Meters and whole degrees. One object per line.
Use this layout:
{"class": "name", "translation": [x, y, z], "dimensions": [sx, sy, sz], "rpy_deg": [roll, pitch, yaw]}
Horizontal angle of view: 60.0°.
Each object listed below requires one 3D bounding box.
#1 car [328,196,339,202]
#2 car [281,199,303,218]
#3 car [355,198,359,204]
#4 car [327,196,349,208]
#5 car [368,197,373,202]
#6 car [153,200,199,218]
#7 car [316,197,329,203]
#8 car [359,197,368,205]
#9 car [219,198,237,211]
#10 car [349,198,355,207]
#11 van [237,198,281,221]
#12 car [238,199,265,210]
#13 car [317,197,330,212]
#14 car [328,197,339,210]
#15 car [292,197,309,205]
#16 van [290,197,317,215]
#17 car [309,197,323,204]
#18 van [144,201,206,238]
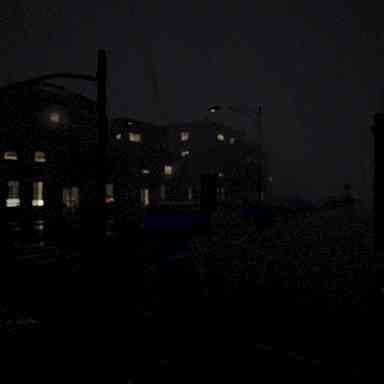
{"class": "car", "translation": [36.702, 1.725, 86.267], "dimensions": [1.967, 1.590, 4.097], "rpy_deg": [0, 0, 35]}
{"class": "car", "translation": [8.705, 1.663, 31.697], "dimensions": [1.887, 1.381, 4.507], "rpy_deg": [0, 0, 35]}
{"class": "car", "translation": [27.812, 1.755, 58.972], "dimensions": [1.752, 1.417, 4.829], "rpy_deg": [0, 0, 35]}
{"class": "car", "translation": [21.379, 1.504, 49.788], "dimensions": [2.192, 1.841, 5.009], "rpy_deg": [0, 0, 35]}
{"class": "car", "translation": [43.555, 1.905, 81.444], "dimensions": [1.947, 1.339, 4.313], "rpy_deg": [0, 0, 35]}
{"class": "car", "translation": [-1.414, 1.574, 31.859], "dimensions": [1.752, 1.417, 4.829], "rpy_deg": [0, 0, 35]}
{"class": "car", "translation": [30.365, 1.805, 77.222], "dimensions": [1.947, 1.339, 4.313], "rpy_deg": [0, 0, 35]}
{"class": "car", "translation": [34.051, 1.816, 67.877], "dimensions": [1.887, 1.381, 4.507], "rpy_deg": [0, 0, 35]}
{"class": "car", "translation": [5.021, 1.521, 41.044], "dimensions": [1.967, 1.590, 4.097], "rpy_deg": [0, 0, 35]}
{"class": "car", "translation": [24.548, 1.524, 54.311], "dimensions": [2.192, 1.841, 5.009], "rpy_deg": [0, 0, 35]}
{"class": "van", "translation": [5.538, 1.444, 27.175], "dimensions": [1.690, 1.788, 3.998], "rpy_deg": [0, 0, 35]}
{"class": "car", "translation": [8.188, 1.643, 45.566], "dimensions": [1.887, 1.381, 4.507], "rpy_deg": [0, 0, 35]}
{"class": "car", "translation": [15.140, 1.679, 40.882], "dimensions": [1.752, 1.417, 4.829], "rpy_deg": [0, 0, 35]}
{"class": "car", "translation": [18.209, 1.736, 45.265], "dimensions": [1.947, 1.339, 4.313], "rpy_deg": [0, 0, 35]}
{"class": "car", "translation": [20.861, 1.719, 63.655], "dimensions": [1.887, 1.381, 4.507], "rpy_deg": [0, 0, 35]}
{"class": "van", "translation": [11.874, 1.477, 36.220], "dimensions": [1.690, 1.788, 3.998], "rpy_deg": [0, 0, 35]}
{"class": "car", "translation": [27.099, 1.742, 72.560], "dimensions": [1.752, 1.417, 4.829], "rpy_deg": [0, 0, 35]}
{"class": "van", "translation": [-0.798, 1.415, 18.130], "dimensions": [1.690, 1.788, 3.998], "rpy_deg": [0, 0, 35]}
